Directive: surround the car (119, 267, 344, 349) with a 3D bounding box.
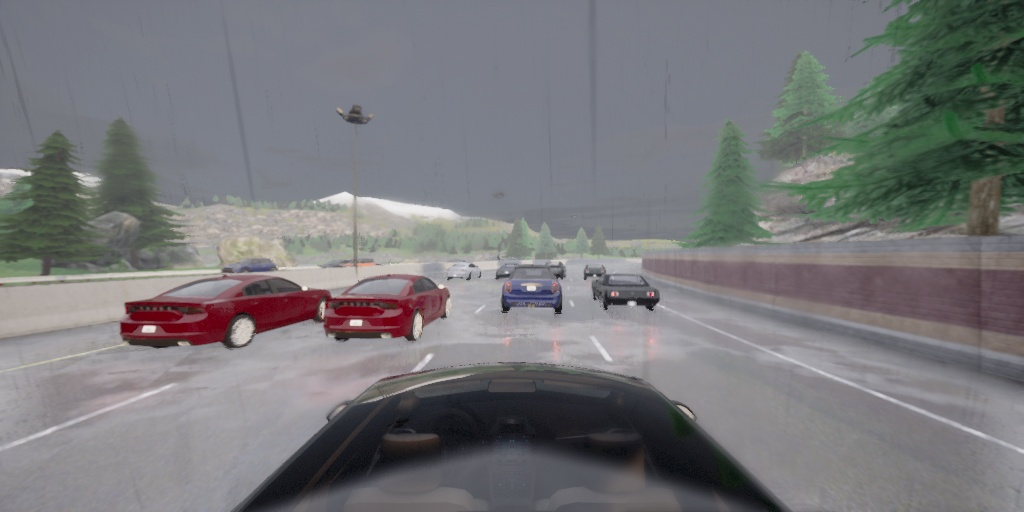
[{"bbox_3d":[-6.575,1.201,9.101,1.882,1.535,5.008,0,0,3],"label":"car"}]

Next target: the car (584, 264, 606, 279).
[{"bbox_3d":[7.425,1.344,32.000,1.895,1.301,4.718,0,0,14],"label":"car"}]

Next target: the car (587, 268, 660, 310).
[{"bbox_3d":[4.382,1.351,14.605,1.895,1.301,4.718,0,0,6],"label":"car"}]

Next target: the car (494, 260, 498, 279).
[{"bbox_3d":[-0.023,1.286,30.711,1.994,1.385,4.181,0,0,12],"label":"car"}]

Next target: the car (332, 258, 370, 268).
[{"bbox_3d":[-16.385,1.018,38.328,2.097,1.767,4.553,0,0,15],"label":"car"}]

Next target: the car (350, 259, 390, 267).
[{"bbox_3d":[-13.479,1.278,35.638,1.895,1.301,4.718,0,0,13],"label":"car"}]

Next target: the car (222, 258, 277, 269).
[{"bbox_3d":[-24.608,0.998,33.705,2.097,1.767,4.553,0,0,12],"label":"car"}]

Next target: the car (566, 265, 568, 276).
[{"bbox_3d":[3.771,1.224,31.624,2.128,1.511,4.902,0,0,13],"label":"car"}]

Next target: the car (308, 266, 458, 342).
[{"bbox_3d":[-3.026,1.211,9.781,1.882,1.535,5.008,0,0,4],"label":"car"}]

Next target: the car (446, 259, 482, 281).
[{"bbox_3d":[-3.865,1.237,29.504,1.812,1.442,4.674,0,0,12],"label":"car"}]

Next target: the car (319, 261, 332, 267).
[{"bbox_3d":[-19.484,1.160,40.353,1.837,1.490,4.892,0,0,15],"label":"car"}]

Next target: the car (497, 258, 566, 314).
[{"bbox_3d":[0.848,1.093,14.040,2.097,1.767,4.553,0,0,5],"label":"car"}]
